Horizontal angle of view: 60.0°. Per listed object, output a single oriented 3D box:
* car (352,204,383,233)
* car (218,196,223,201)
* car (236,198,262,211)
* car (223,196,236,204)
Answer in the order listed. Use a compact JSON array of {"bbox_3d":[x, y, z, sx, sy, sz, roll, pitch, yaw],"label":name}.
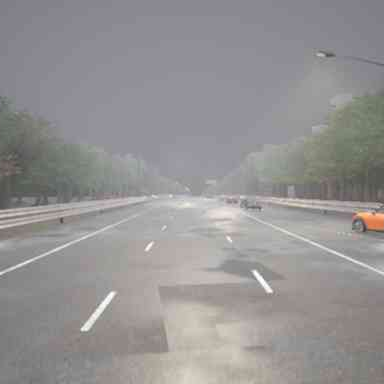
[{"bbox_3d":[10.322,1.345,16.777,2.097,1.767,4.553,0,0,-14],"label":"car"},{"bbox_3d":[7.103,1.519,77.242,1.895,1.301,4.718,0,0,0],"label":"car"},{"bbox_3d":[7.098,1.481,40.534,2.033,1.411,5.357,0,0,-2],"label":"car"},{"bbox_3d":[7.041,1.429,59.554,1.812,1.442,4.674,0,0,0],"label":"car"}]
